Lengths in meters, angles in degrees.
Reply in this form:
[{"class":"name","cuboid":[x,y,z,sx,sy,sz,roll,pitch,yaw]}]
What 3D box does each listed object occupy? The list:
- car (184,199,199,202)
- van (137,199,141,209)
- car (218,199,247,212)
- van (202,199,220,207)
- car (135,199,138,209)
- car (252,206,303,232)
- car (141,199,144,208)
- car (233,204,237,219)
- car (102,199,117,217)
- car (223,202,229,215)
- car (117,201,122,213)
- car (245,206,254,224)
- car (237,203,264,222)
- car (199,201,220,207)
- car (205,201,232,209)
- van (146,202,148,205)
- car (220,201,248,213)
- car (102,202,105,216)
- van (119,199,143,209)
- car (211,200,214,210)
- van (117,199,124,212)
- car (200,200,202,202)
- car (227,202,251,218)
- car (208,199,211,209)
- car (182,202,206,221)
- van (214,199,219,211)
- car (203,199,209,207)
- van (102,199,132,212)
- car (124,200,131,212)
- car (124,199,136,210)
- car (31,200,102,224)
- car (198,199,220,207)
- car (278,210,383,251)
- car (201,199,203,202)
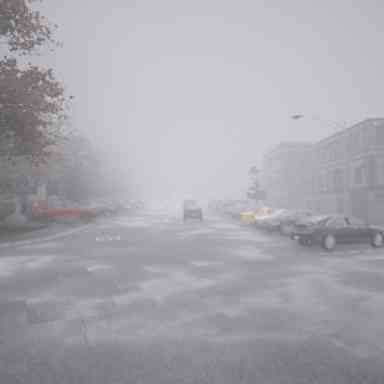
[{"class":"car","cuboid":[-0.437,2.126,53.072,2.150,2.045,5.566,0,-1,-2]},{"class":"van","cuboid":[-11.998,2.252,59.222,4.442,1.987,1.878,0,-1,-22]},{"class":"car","cuboid":[6.208,2.089,41.982,4.553,1.767,2.185,1,-1,-21]},{"class":"van","cuboid":[4.897,2.838,85.905,4.442,1.987,1.878,1,-1,-22]},{"class":"car","cuboid":[-12.019,2.462,56.223,4.674,1.452,2.002,0,-1,-22]},{"class":"car","cuboid":[6.728,1.885,21.445,4.892,1.521,2.231,1,-1,-22]},{"class":"car","cuboid":[-12.263,2.633,65.058,4.674,1.452,2.002,0,-1,-22]},{"class":"car","cuboid":[6.489,2.065,30.242,4.674,1.452,2.002,1,-1,-21]},{"class":"car","cuboid":[-11.528,1.992,38.584,4.553,1.767,2.185,0,-1,-22]},{"class":"car","cuboid":[6.304,2.148,36.094,4.792,1.488,2.163,1,-1,-21]},{"class":"car","cuboid":[-11.660,2.196,41.501,4.792,1.488,2.163,0,-1,-22]},{"class":"car","cuboid":[6.645,1.971,24.376,4.674,1.452,2.002,1,-1,-21]},{"class":"car","cuboid":[6.735,1.979,27.383,5.366,1.575,1.946,1,-1,-21]},{"class":"car","cuboid":[4.745,3.122,88.812,5.366,1.575,1.946,1,-1,-22]},{"class":"car","cuboid":[5.467,2.699,68.360,4.892,1.521,2.231,1,-2,-21]},{"class":"van","cuboid":[-12.308,2.487,70.992,4.442,1.987,1.878,0,-2,-22]},{"class":"car","cuboid":[6.259,2.167,39.041,4.892,1.521,2.231,1,-1,-21]},{"class":"car","cuboid":[-11.424,2.053,32.670,4.792,1.488,2.163,0,-1,-22]},{"class":"van","cuboid":[-12.445,2.427,67.955,4.442,1.987,1.878,0,-1,-22]},{"class":"car","cuboid":[5.935,2.363,50.769,5.008,1.535,2.097,1,-1,-21]},{"class":"van","cuboid":[-11.817,1.990,44.412,4.442,1.987,1.878,0,-1,-21]},{"class":"car","cuboid":[5.337,2.944,80.151,5.366,1.575,1.946,1,-2,-22]},{"class":"car","cuboid":[6.419,2.073,33.171,4.892,1.521,2.231,1,-1,-22]},{"class":"car","cuboid":[5.759,2.342,56.627,4.553,1.767,2.185,1,-1,-22]},{"class":"car","cuboid":[0.057,2.066,34.247,1.882,1.535,5.008,0,-1,-1]},{"class":"van","cuboid":[5.917,2.083,47.794,4.442,1.987,1.878,1,-1,-22]},{"class":"car","cuboid":[5.660,2.330,62.515,5.566,2.045,2.435,1,-1,-21]},{"class":"van","cuboid":[-12.055,2.144,53.243,4.442,1.987,1.878,0,-1,-22]},{"class":"car","cuboid":[-11.781,2.265,47.399,4.892,1.521,2.231,0,-1,-22]},{"class":"car","cuboid":[-11.695,2.312,50.412,5.366,1.575,1.946,0,-1,-22]},{"class":"car","cuboid":[-11.298,1.725,29.760,5.566,2.045,2.435,0,-1,-21]},{"class":"car","cuboid":[4.808,2.941,91.810,5.566,2.045,2.435,2,-2,-22]},{"class":"car","cuboid":[6.873,1.791,15.584,4.892,1.521,2.231,1,-1,-22]},{"class":"car","cuboid":[5.491,2.820,74.293,5.366,1.575,1.946,1,-2,-21]}]
